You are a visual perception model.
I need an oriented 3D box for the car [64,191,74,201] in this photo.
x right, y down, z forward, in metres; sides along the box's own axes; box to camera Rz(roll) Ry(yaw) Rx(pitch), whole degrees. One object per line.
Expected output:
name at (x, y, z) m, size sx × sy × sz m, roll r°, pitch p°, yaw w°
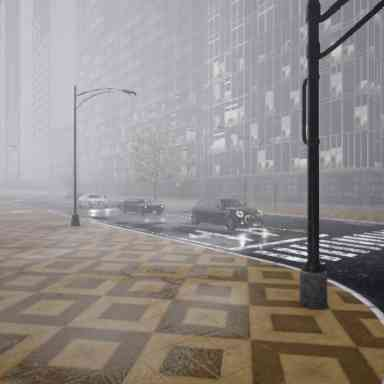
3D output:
car at (-17.467, 0.569, 49.497) m, size 1.882 × 1.535 × 5.008 m, roll 0°, pitch 1°, yaw -38°

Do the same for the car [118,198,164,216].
car at (-4.212, 1.171, 27.044) m, size 1.895 × 1.301 × 4.718 m, roll 0°, pitch 1°, yaw -38°

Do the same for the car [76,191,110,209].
car at (-10.456, 0.911, 34.993) m, size 1.812 × 1.442 × 4.674 m, roll 0°, pitch 1°, yaw -38°

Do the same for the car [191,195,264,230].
car at (1.945, 1.104, 19.239) m, size 2.097 × 1.767 × 4.553 m, roll 0°, pitch 1°, yaw -38°
